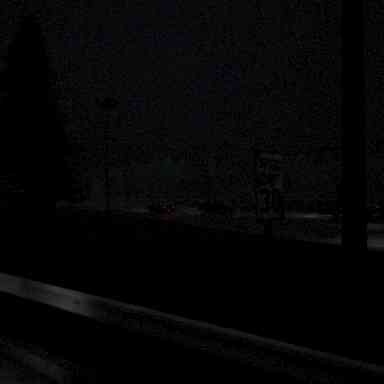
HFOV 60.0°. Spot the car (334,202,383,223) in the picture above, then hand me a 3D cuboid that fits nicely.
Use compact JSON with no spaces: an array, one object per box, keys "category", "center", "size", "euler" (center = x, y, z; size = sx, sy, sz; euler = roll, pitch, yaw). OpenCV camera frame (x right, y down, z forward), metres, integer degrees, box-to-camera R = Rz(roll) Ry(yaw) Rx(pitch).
[{"category":"car","center":[13.555,1.513,26.004],"size":[2.128,1.511,4.902],"euler":[0,-1,-32]}]

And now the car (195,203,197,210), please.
[{"category":"car","center":[2.286,1.691,44.184],"size":[1.882,1.535,5.008],"euler":[0,0,-32]}]

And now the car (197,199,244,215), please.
[{"category":"car","center":[3.001,1.644,36.387],"size":[1.882,1.535,5.008],"euler":[0,0,-32]}]

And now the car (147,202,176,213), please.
[{"category":"car","center":[-3.866,1.847,40.821],"size":[1.895,1.301,4.718],"euler":[0,0,-32]}]

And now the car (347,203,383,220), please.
[{"category":"car","center":[16.075,1.616,28.583],"size":[1.895,1.301,4.718],"euler":[0,0,-32]}]

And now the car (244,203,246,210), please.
[{"category":"car","center":[5.508,1.758,45.632],"size":[1.994,1.385,4.181],"euler":[0,0,-32]}]
